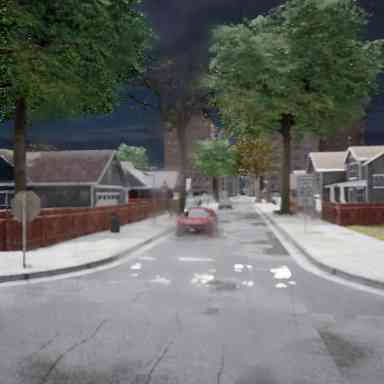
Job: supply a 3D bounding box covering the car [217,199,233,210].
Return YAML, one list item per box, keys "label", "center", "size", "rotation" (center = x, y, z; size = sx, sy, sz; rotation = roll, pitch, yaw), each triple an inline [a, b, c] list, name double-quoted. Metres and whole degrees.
- label: "car"
  center: [4.775, 1.755, 47.278]
  size: [1.837, 1.490, 4.892]
  rotation: [0, -1, 9]

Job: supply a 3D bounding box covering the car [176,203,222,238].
- label: "car"
  center: [0.396, 1.582, 18.547]
  size: [1.882, 1.535, 5.008]
  rotation: [0, 0, 9]
